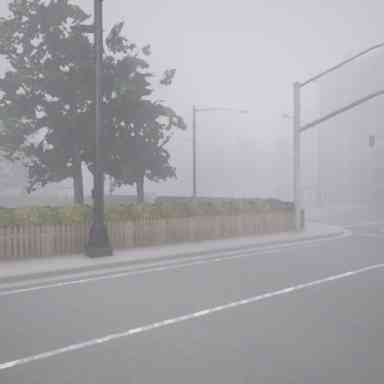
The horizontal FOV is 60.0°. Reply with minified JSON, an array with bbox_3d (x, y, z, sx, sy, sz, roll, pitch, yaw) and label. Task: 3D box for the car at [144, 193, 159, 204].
[{"bbox_3d":[-6.887,1.172,54.988,2.150,2.045,5.566,0,0,-35],"label":"car"}]
